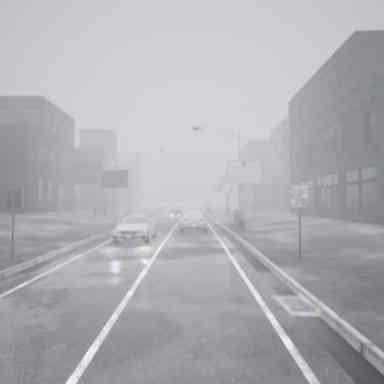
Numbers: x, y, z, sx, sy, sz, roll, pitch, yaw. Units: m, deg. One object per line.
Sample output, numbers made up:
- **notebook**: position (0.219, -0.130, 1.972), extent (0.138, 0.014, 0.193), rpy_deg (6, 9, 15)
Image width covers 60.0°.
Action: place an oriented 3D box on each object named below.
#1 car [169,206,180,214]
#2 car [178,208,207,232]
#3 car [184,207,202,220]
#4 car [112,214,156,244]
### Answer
- **car**: position (-2.937, 3.276, 60.063), extent (1.994, 1.385, 4.181), rpy_deg (0, -1, 1)
- **car**: position (0.139, 2.116, 24.601), extent (1.812, 1.442, 4.674), rpy_deg (0, -2, 0)
- **car**: position (0.161, 2.741, 42.596), extent (2.163, 1.488, 4.792), rpy_deg (0, -2, 0)
- **car**: position (-3.072, 1.943, 18.412), extent (1.812, 1.442, 4.674), rpy_deg (0, -1, 0)
